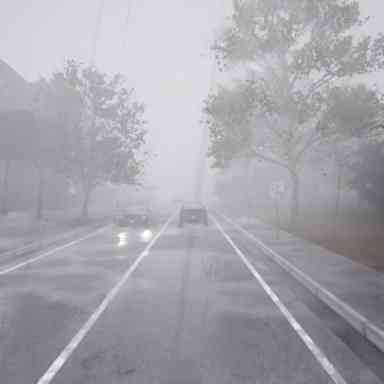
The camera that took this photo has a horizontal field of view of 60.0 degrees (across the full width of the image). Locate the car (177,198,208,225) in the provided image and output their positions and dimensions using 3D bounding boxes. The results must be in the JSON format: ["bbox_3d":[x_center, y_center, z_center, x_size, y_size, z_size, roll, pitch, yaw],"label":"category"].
[{"bbox_3d":[0.095,1.463,23.661,1.882,1.535,5.008,0,0,0],"label":"car"}]

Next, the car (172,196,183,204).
[{"bbox_3d":[-2.756,1.451,64.540,1.882,1.535,5.008,-1,0,6],"label":"car"}]

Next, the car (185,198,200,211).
[{"bbox_3d":[0.092,1.500,41.698,1.812,1.442,4.674,0,0,0],"label":"car"}]

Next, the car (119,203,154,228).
[{"bbox_3d":[-3.592,1.512,22.220,1.812,1.442,4.674,0,0,0],"label":"car"}]
